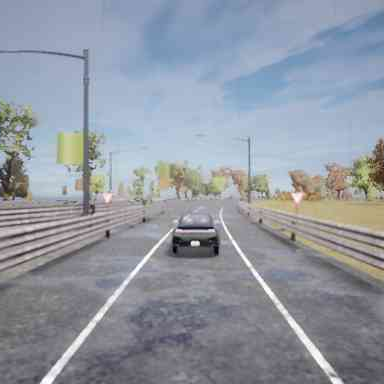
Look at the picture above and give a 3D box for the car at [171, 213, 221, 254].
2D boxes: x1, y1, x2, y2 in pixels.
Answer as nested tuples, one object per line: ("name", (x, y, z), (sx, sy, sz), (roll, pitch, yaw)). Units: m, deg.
("car", (0.192, 1.628, 14.217), (2.128, 1.511, 4.902), (0, 0, 2))
